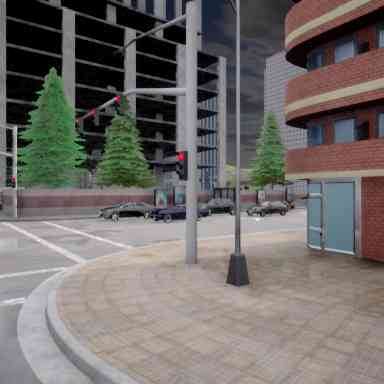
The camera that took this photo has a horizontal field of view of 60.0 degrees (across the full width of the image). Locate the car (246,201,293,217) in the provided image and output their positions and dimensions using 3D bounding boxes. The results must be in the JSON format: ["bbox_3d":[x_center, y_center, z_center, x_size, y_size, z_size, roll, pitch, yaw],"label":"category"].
[{"bbox_3d":[7.335,1.580,32.235,4.674,1.442,1.812,0,0,-35],"label":"car"}]

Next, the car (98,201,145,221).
[{"bbox_3d":[-5.303,1.545,27.569,4.902,1.511,2.128,0,0,-35],"label":"car"}]

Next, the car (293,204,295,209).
[{"bbox_3d":[9.569,1.655,38.117,4.718,1.301,1.895,0,0,-35],"label":"car"}]

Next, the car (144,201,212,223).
[{"bbox_3d":[-1.039,1.655,26.302,4.718,1.301,1.895,0,0,-35],"label":"car"}]

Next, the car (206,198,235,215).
[{"bbox_3d":[2.177,1.406,32.873,4.553,1.767,2.097,0,0,-35],"label":"car"}]
